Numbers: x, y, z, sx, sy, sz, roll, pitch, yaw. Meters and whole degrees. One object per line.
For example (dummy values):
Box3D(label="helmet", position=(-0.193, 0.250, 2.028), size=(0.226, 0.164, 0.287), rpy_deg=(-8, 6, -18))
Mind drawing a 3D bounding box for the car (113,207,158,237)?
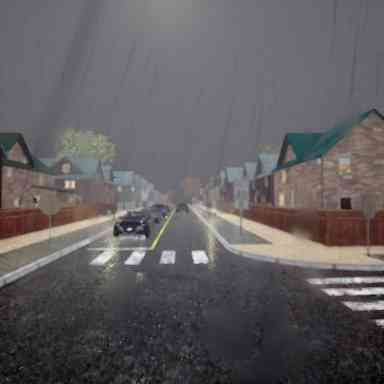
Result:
Box3D(label="car", position=(-3.361, 1.840, 19.826), size=(1.994, 1.385, 4.181), rpy_deg=(0, -1, -1))

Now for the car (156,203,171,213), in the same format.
Box3D(label="car", position=(-4.218, 2.358, 49.223), size=(1.994, 1.385, 4.181), rpy_deg=(0, -1, -1))

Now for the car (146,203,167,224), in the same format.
Box3D(label="car", position=(-3.664, 1.982, 29.585), size=(2.033, 1.411, 5.357), rpy_deg=(0, -1, -1))

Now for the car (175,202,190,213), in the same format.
Box3D(label="car", position=(-1.414, 2.295, 49.176), size=(1.837, 1.490, 4.892), rpy_deg=(0, -1, -2))

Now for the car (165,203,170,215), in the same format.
Box3D(label="car", position=(-3.954, 2.135, 39.346), size=(1.812, 1.442, 4.674), rpy_deg=(0, -1, -2))
